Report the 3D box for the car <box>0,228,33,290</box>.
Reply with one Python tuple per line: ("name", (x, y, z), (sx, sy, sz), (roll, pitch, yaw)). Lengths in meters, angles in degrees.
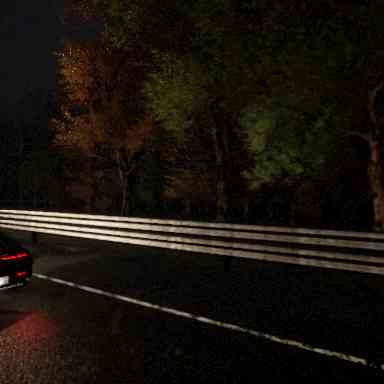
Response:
("car", (-5.731, 1.522, 7.981), (4.892, 1.490, 1.837), (0, 0, 36))
